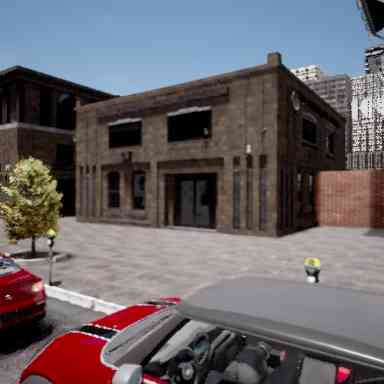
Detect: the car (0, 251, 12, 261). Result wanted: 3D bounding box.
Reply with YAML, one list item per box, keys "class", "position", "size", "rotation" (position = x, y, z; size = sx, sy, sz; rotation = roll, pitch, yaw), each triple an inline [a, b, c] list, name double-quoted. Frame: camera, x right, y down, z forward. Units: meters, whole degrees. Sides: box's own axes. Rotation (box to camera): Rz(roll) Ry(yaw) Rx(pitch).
- class: "car"
  position: [-4.234, 1.612, 5.880]
  size: [4.206, 1.307, 1.802]
  rotation: [0, 1, 35]

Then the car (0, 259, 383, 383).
- class: "car"
  position: [0.399, 1.445, 2.602]
  size: [4.097, 1.590, 1.967]
  rotation: [0, 1, 35]
